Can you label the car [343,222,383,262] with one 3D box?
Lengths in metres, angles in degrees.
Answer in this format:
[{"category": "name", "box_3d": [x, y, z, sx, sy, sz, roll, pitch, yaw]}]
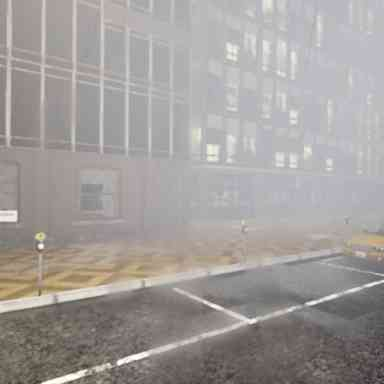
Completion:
[{"category": "car", "box_3d": [7.174, 1.620, 11.677, 4.829, 1.417, 1.752, 1, 0, -36]}]
